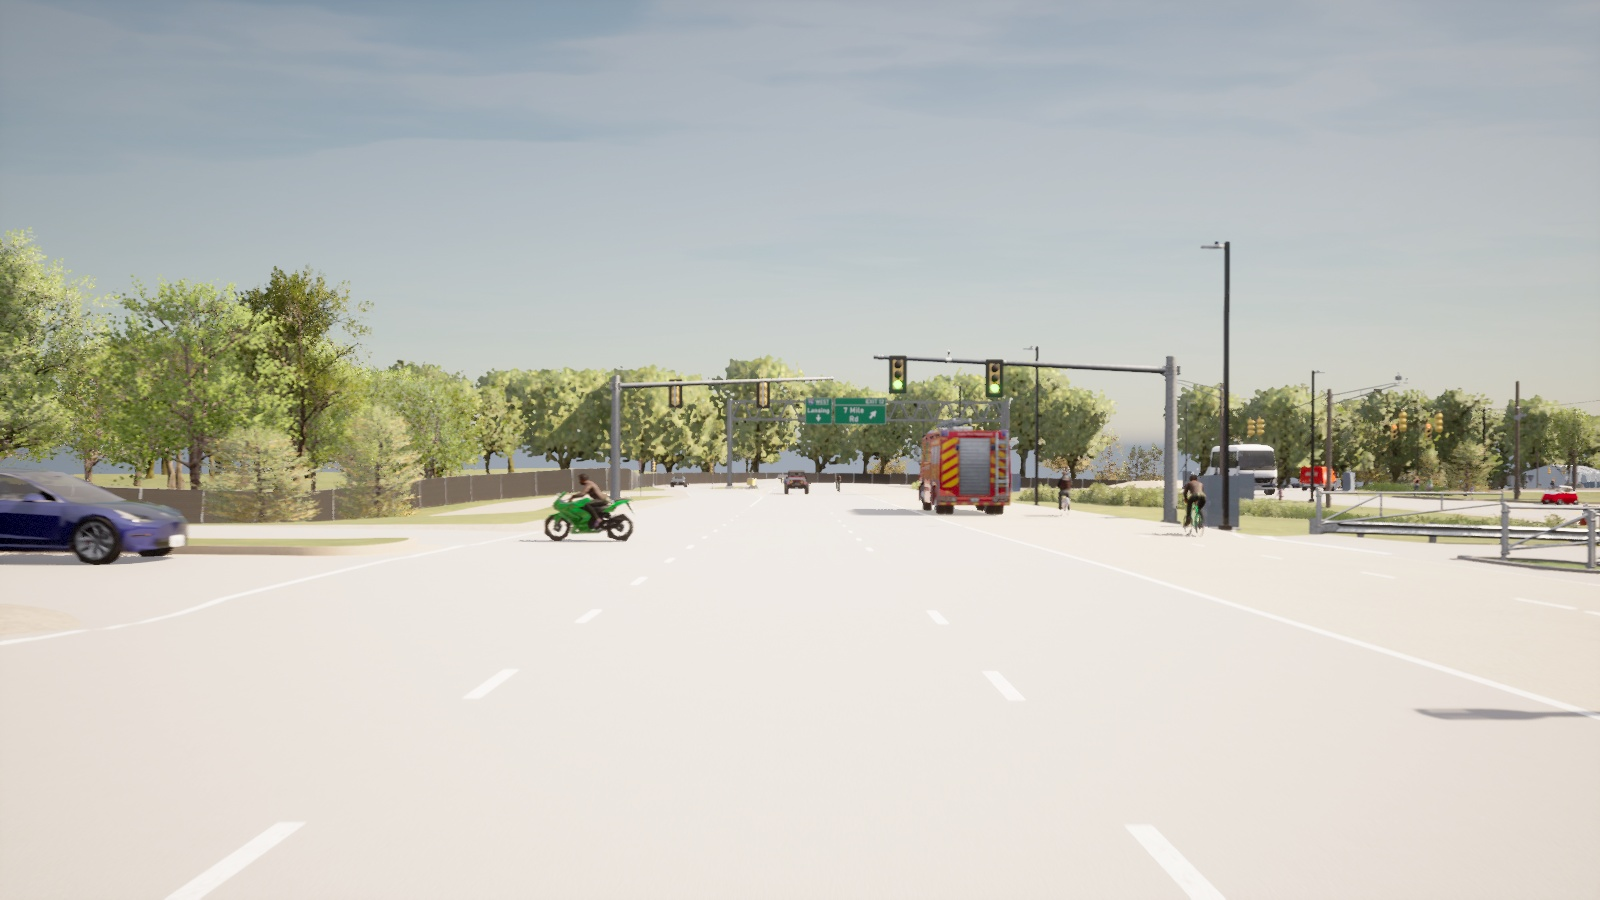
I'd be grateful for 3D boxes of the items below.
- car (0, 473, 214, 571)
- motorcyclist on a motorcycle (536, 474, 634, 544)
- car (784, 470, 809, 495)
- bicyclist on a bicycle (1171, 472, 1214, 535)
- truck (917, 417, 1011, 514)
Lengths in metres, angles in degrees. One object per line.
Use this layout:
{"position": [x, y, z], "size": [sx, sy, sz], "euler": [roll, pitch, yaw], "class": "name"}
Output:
{"position": [-12.352, 1.123, 20.256], "size": [4.792, 1.488, 2.163], "euler": [0, -1, 0], "class": "car"}
{"position": [-4.764, 1.313, 27.951], "size": [2.044, 1.523, 0.797], "euler": [0, -1, -1], "class": "motorcyclist on a motorcycle"}
{"position": [-0.242, 2.522, 98.552], "size": [1.905, 1.878, 3.866], "euler": [0, -1, 0], "class": "car"}
{"position": [10.426, 1.400, 33.387], "size": [0.582, 1.620, 1.656], "euler": [2, -1, 0], "class": "bicyclist on a bicycle"}
{"position": [6.864, 0.689, 53.842], "size": [2.891, 3.827, 8.468], "euler": [0, -1, 0], "class": "truck"}
